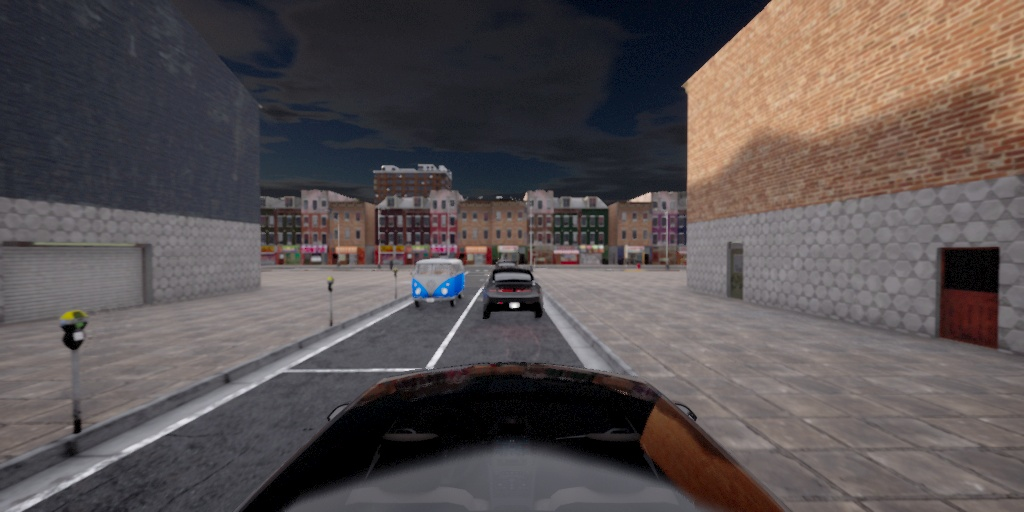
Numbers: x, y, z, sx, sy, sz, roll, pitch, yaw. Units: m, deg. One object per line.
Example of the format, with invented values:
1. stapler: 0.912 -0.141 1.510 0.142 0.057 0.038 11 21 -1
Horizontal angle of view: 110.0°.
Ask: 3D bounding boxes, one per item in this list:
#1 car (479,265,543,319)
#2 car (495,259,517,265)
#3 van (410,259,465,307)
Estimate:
1. car: -0.076 1.175 12.530 1.837 1.490 4.892 0 -1 -4
2. car: -0.367 1.094 24.984 1.837 1.490 4.892 0 0 -1
3. van: -2.891 1.001 14.598 1.690 1.789 3.998 0 0 -1
